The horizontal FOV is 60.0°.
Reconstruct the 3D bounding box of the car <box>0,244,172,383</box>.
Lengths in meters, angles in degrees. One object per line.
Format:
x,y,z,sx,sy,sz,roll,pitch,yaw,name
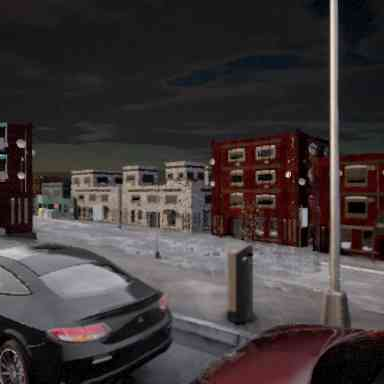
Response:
-2.415,1.519,4.927,4.674,1.452,2.002,0,0,35,car
